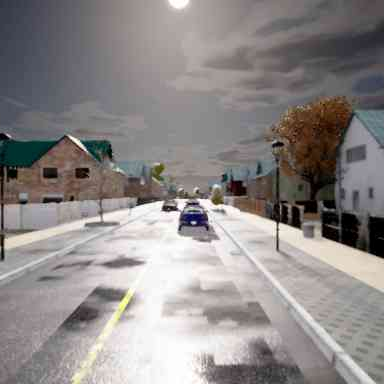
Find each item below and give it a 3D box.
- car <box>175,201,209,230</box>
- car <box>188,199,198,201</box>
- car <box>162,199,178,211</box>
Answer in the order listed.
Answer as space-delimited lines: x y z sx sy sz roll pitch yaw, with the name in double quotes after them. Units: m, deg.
0.105 1.557 20.996 1.812 1.442 4.674 0 0 0 "car"
0.111 1.626 41.577 1.812 1.442 4.674 0 0 0 "car"
-2.740 1.650 42.059 2.033 1.411 5.357 0 0 0 "car"
